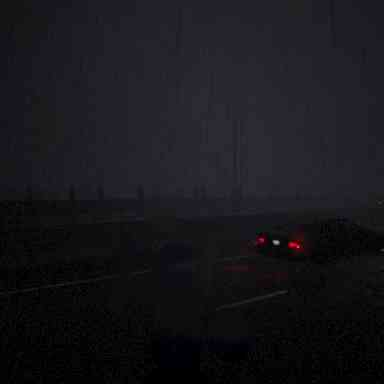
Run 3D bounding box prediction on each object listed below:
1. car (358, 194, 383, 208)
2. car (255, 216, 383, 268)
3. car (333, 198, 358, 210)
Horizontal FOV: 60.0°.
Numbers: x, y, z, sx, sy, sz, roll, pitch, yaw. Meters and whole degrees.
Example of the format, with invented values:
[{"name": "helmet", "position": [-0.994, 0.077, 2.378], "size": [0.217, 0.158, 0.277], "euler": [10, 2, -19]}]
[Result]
[{"name": "car", "position": [21.314, 1.227, 37.276], "size": [5.566, 2.045, 2.150], "euler": [0, 0, -37]}, {"name": "car", "position": [4.541, 1.549, 11.347], "size": [5.357, 1.411, 2.033], "euler": [0, 0, -36]}, {"name": "car", "position": [18.802, 1.484, 39.763], "size": [5.008, 1.535, 1.882], "euler": [0, 0, -37]}]
